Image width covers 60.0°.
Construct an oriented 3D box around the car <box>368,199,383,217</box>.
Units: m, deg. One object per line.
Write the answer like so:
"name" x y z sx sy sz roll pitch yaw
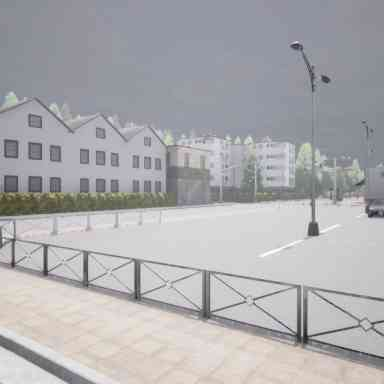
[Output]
"car" 15.443 1.298 26.791 2.007 1.523 4.514 0 0 35
